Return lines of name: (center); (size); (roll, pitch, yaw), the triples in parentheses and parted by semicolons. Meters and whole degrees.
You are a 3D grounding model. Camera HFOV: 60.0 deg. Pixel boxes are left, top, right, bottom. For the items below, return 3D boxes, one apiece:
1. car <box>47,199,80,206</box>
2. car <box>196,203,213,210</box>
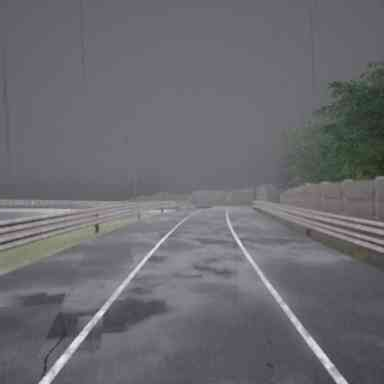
car: (-20.740, 1.995, 53.941); (5.008, 1.535, 1.882); (2, -4, -32)
car: (2.828, 3.241, 74.190); (1.837, 1.490, 4.892); (-3, -4, 41)
